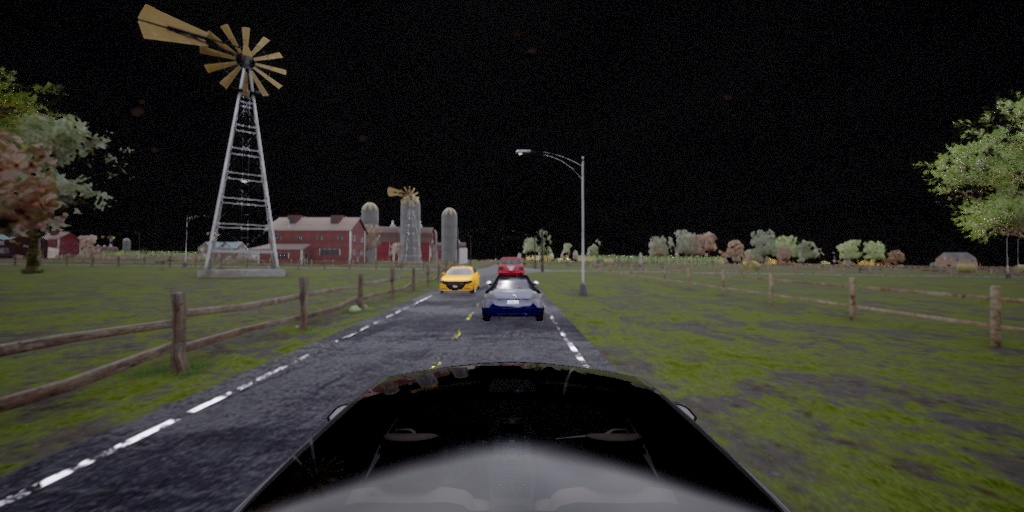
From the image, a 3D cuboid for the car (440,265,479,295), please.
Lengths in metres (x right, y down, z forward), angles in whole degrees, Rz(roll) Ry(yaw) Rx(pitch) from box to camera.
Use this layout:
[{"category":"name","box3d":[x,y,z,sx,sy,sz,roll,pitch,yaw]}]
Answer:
[{"category":"car","box3d":[-2.955,1.325,21.067,1.882,1.535,5.008,0,0,0]}]

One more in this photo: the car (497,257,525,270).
[{"category":"car","box3d":[-0.070,1.117,30.506,2.150,2.045,5.566,0,0,0]}]

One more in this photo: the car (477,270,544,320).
[{"category":"car","box3d":[0.025,1.370,12.861,1.994,1.385,4.181,0,0,0]}]
